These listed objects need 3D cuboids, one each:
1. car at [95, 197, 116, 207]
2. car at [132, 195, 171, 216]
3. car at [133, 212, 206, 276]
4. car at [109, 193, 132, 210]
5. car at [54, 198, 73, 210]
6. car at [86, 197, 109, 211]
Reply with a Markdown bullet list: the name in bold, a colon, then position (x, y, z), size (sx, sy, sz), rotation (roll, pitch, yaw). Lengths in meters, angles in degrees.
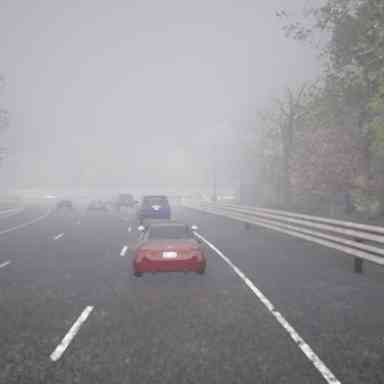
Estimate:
- **car**: position (-13.865, 1.522, 53.163), size (2.033, 1.411, 5.357), rotation (0, 0, -29)
- **car**: position (-2.970, 1.199, 24.685), size (2.150, 2.045, 5.566), rotation (0, 0, -13)
- **car**: position (-0.742, 1.553, 10.400), size (1.994, 1.385, 4.181), rotation (0, 0, -5)
- **car**: position (-8.981, 1.194, 42.959), size (2.150, 2.045, 5.566), rotation (0, 0, -23)
- **car**: position (-16.285, 1.502, 42.329), size (1.837, 1.490, 4.892), rotation (0, 0, -24)
- **car**: position (-11.504, 1.548, 39.938), size (1.994, 1.385, 4.181), rotation (0, 0, -22)
